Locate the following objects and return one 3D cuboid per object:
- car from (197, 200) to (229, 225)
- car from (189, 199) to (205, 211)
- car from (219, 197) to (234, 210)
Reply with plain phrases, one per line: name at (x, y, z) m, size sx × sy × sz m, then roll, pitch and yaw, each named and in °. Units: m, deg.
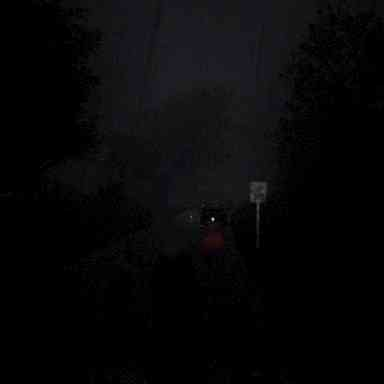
car at (1.705, 1.621, 25.269) m, size 1.837 × 1.490 × 4.892 m, roll 0°, pitch 0°, yaw 6°
car at (0.889, 1.565, 40.469) m, size 1.895 × 1.301 × 4.718 m, roll 1°, pitch 1°, yaw 10°
car at (4.263, 1.433, 42.692) m, size 2.128 × 1.511 × 4.902 m, roll 1°, pitch 1°, yaw 10°
